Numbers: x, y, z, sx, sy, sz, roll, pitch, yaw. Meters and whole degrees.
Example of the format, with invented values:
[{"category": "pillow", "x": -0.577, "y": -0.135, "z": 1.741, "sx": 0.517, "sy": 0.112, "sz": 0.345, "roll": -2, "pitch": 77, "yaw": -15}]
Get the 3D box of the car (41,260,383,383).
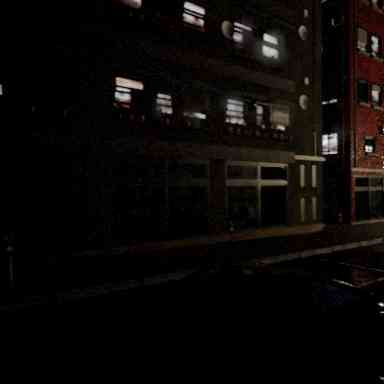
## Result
[{"category": "car", "x": 0.580, "y": 1.564, "z": 3.772, "sx": 4.181, "sy": 1.385, "sz": 1.994, "roll": 0, "pitch": 0, "yaw": -35}]
